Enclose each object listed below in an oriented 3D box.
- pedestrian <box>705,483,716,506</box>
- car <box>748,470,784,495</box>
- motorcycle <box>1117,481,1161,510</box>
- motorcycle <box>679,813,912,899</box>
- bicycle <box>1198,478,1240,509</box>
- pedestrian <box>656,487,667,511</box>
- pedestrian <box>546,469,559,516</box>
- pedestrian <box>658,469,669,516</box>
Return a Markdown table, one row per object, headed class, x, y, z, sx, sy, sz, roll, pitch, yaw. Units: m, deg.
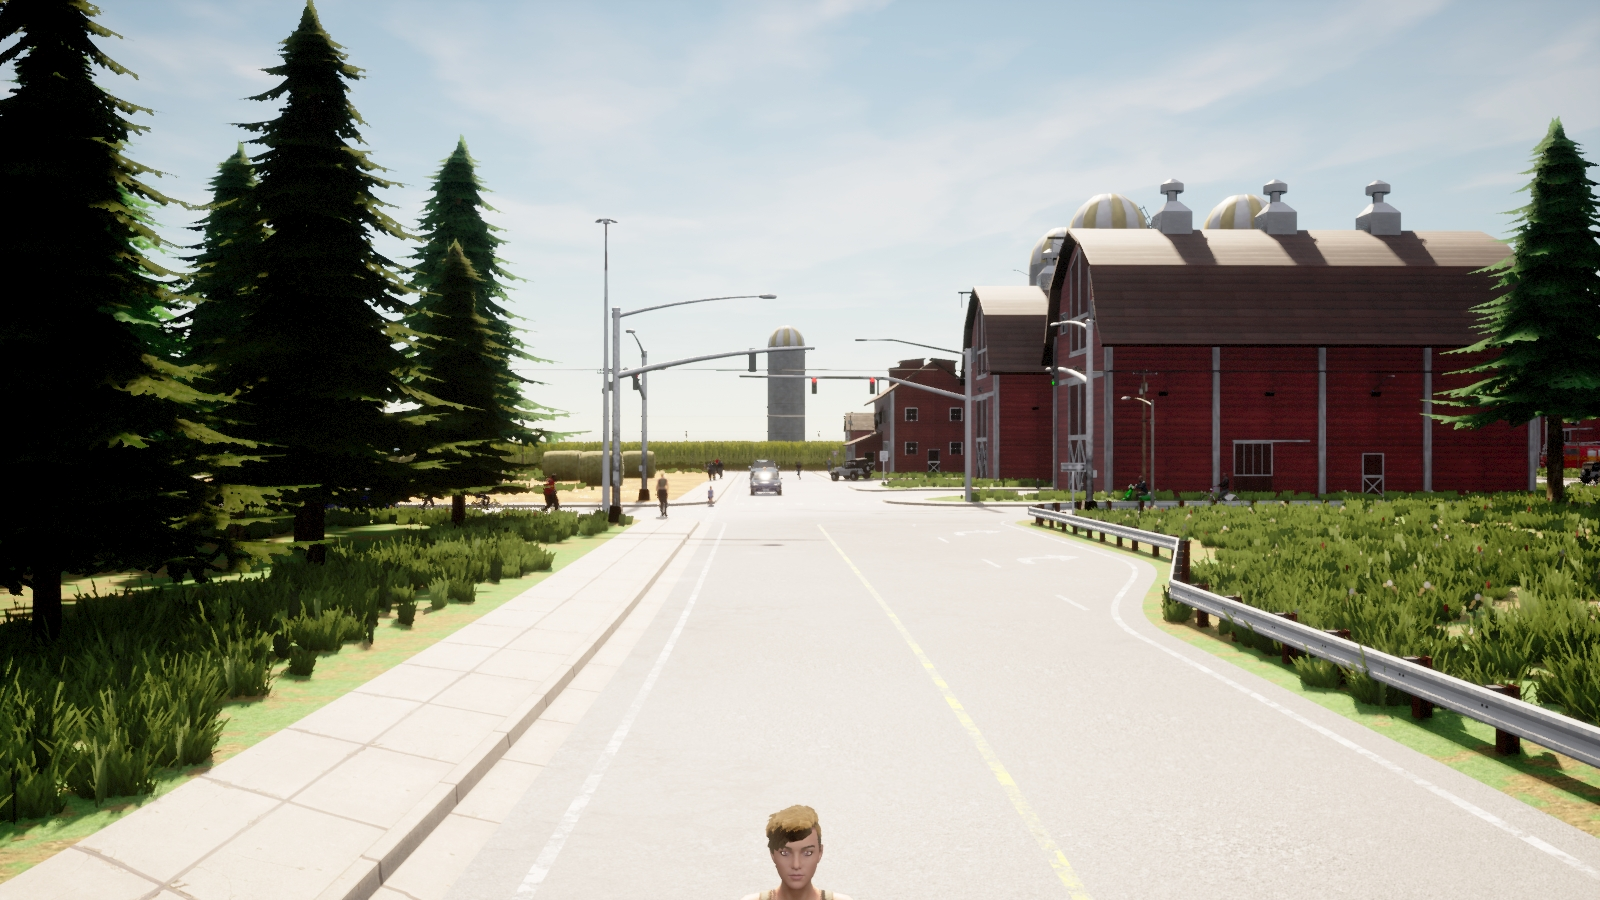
| class | x | y | z | sx | sy | sz | roll | pitch | yaw |
| --- | --- | --- | --- | --- | --- | --- | --- | --- | --- |
| pedestrian | -4.424 | 2.213 | 56.596 | 0.500 | 1.100 | 0.500 | 0 | 0 | -1 |
| car | -2.153 | 2.036 | 72.119 | 2.163 | 1.488 | 4.792 | 0 | 0 | -2 |
| motorcycle | 15.989 | 2.145 | 53.899 | 1.805 | 1.316 | 0.856 | 0 | 0 | -1 |
| motorcycle | -0.013 | 2.128 | 3.457 | 0.764 | 1.307 | 2.356 | 0 | 0 | 0 |
| bicycle | 19.800 | 2.064 | 53.998 | 1.835 | 1.471 | 0.329 | 0 | 0 | -1 |
| pedestrian | -6.313 | 2.227 | 52.140 | 0.500 | 1.100 | 0.500 | 0 | 0 | -4 |
| pedestrian | -9.859 | 1.699 | 45.503 | 0.375 | 1.860 | 0.375 | 0 | 0 | 16 |
| pedestrian | -5.448 | 1.686 | 45.486 | 0.375 | 1.860 | 0.375 | 0 | 0 | -16 |
